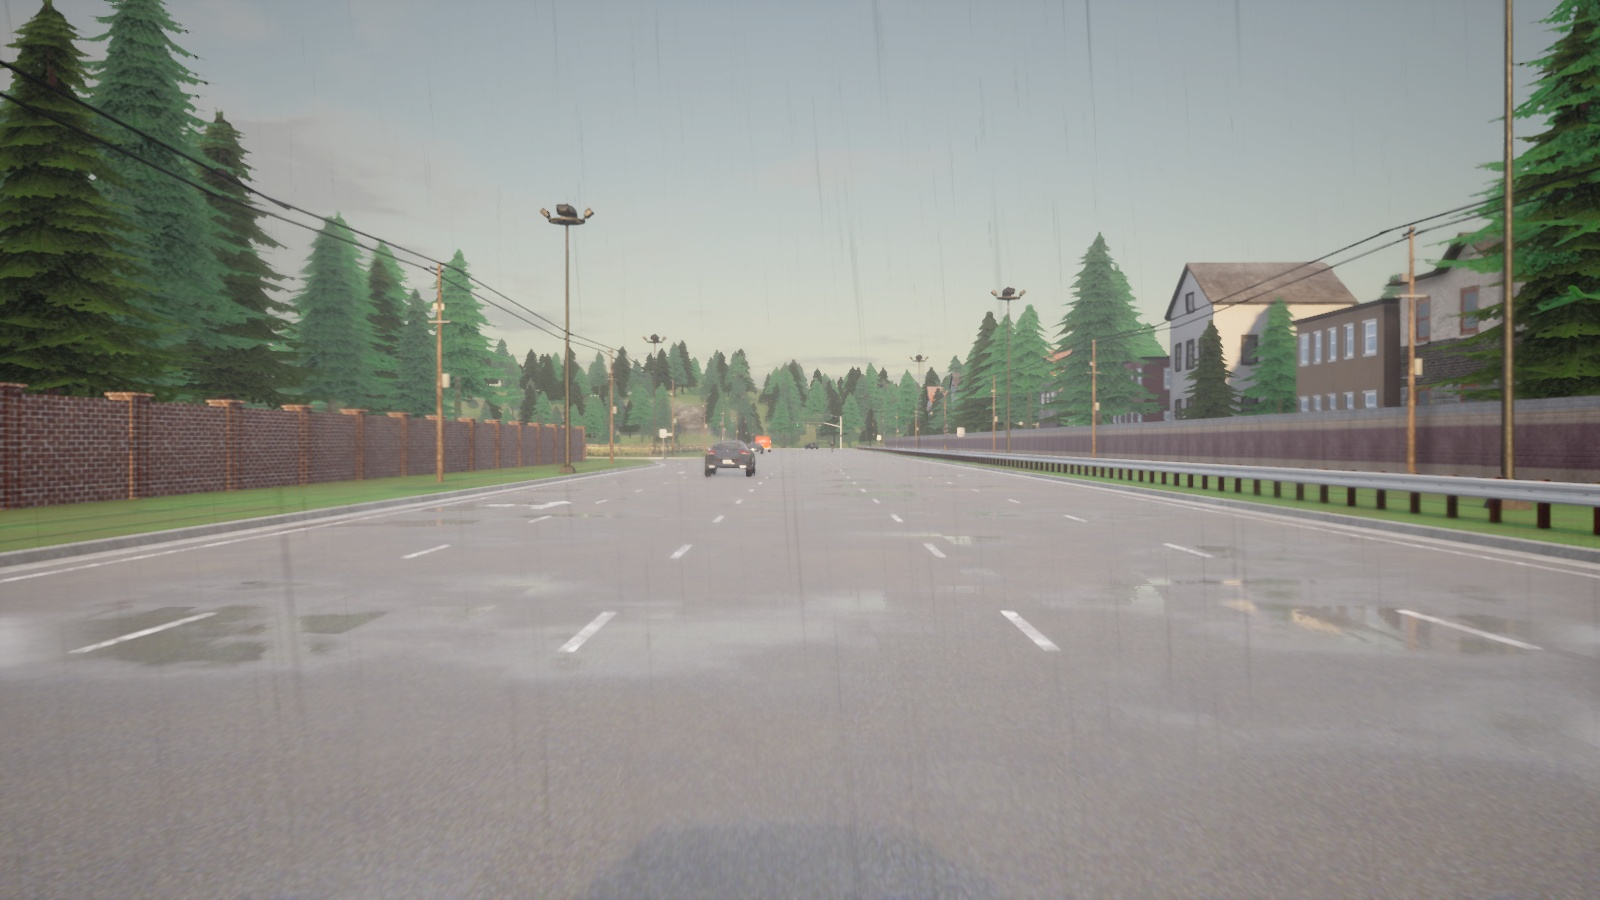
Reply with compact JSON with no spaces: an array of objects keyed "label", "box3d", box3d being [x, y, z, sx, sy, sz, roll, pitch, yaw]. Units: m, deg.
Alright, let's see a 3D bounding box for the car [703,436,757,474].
[{"label":"car","box3d":[-3.157,0.199,57.361,2.152,1.651,5.027,0,0,0]}]
